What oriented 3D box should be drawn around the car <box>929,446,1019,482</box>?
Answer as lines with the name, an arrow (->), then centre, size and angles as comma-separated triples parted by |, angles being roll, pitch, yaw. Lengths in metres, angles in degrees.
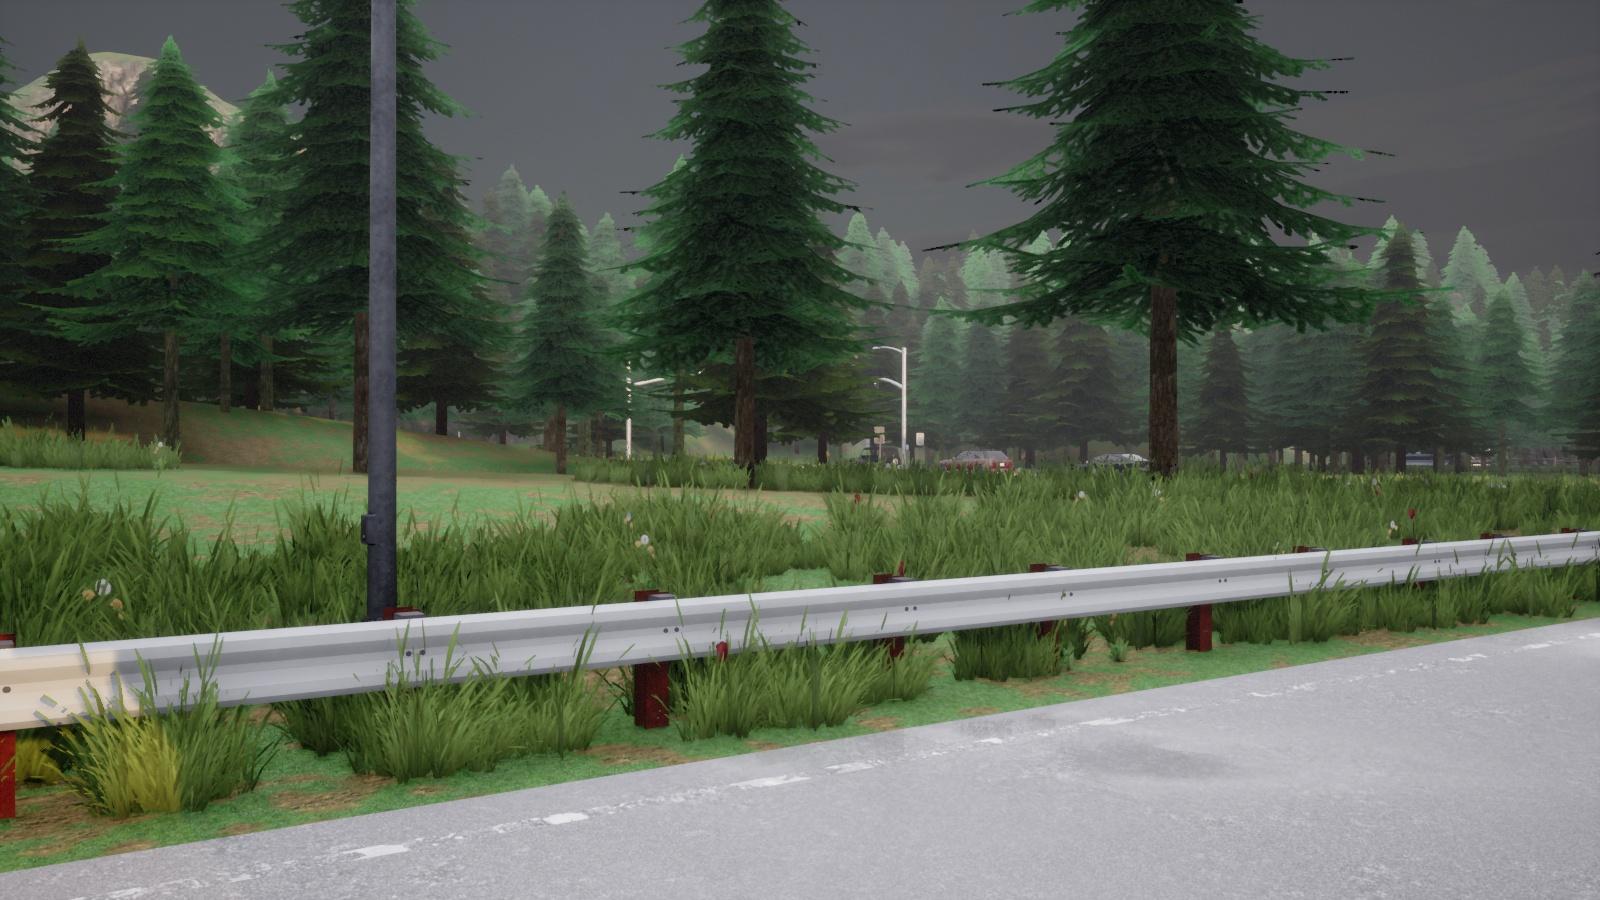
car -> 8.863, 0.715, 64.298 | 2.097, 1.767, 4.553 | 0, 0, -34

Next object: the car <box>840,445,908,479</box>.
car -> 4.175, 0.679, 71.329 | 1.905, 1.878, 3.866 | 0, 0, -34

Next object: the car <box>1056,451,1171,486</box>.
car -> 14.088, 0.804, 56.655 | 1.882, 1.535, 5.008 | 0, 0, -35
